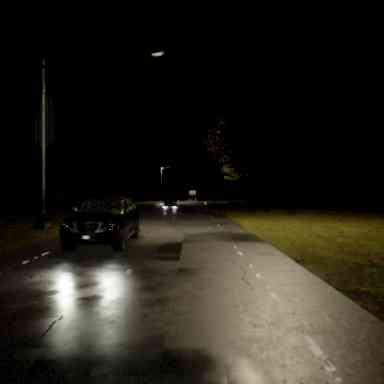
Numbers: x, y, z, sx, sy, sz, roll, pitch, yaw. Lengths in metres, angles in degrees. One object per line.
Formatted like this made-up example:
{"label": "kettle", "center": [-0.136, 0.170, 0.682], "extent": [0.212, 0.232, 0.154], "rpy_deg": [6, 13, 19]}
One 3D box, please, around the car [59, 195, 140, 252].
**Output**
{"label": "car", "center": [-3.600, 1.181, 14.057], "extent": [2.150, 2.045, 5.566], "rpy_deg": [0, 0, 0]}

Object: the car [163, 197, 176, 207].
{"label": "car", "center": [-3.564, 1.620, 54.575], "extent": [1.837, 1.490, 4.892], "rpy_deg": [0, 0, 0]}
